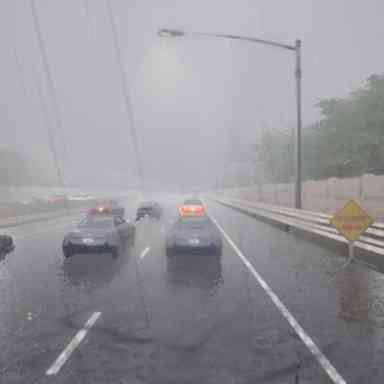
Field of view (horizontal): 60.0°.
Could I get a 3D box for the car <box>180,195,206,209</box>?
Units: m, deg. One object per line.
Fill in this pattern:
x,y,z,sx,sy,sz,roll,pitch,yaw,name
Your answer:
0.071,1.370,27.338,2.097,1.767,4.553,0,0,0,car

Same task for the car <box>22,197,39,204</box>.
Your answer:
-24.549,1.526,51.664,2.128,1.511,4.902,0,0,1,car

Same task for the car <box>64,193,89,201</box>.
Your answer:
-17.555,1.256,52.072,2.150,2.045,5.566,0,0,0,car

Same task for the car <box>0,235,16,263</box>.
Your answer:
-6.955,1.555,8.887,2.033,1.411,5.357,0,0,0,car

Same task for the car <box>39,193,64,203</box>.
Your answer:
-21.051,1.255,51.745,2.150,2.045,5.566,0,0,0,car

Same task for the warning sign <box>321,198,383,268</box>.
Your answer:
4.545,1.123,9.499,1.300,1.860,1.060,0,0,0,warning sign

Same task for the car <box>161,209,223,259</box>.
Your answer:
0.073,1.572,12.734,1.994,1.385,4.181,0,0,0,car

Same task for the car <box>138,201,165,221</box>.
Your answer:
-3.427,1.526,27.720,1.837,1.490,4.892,0,0,0,car

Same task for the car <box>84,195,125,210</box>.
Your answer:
-6.929,1.370,27.356,2.097,1.767,4.553,0,0,0,car

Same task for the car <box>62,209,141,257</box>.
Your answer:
-3.427,1.573,12.999,1.994,1.385,4.181,0,0,0,car
